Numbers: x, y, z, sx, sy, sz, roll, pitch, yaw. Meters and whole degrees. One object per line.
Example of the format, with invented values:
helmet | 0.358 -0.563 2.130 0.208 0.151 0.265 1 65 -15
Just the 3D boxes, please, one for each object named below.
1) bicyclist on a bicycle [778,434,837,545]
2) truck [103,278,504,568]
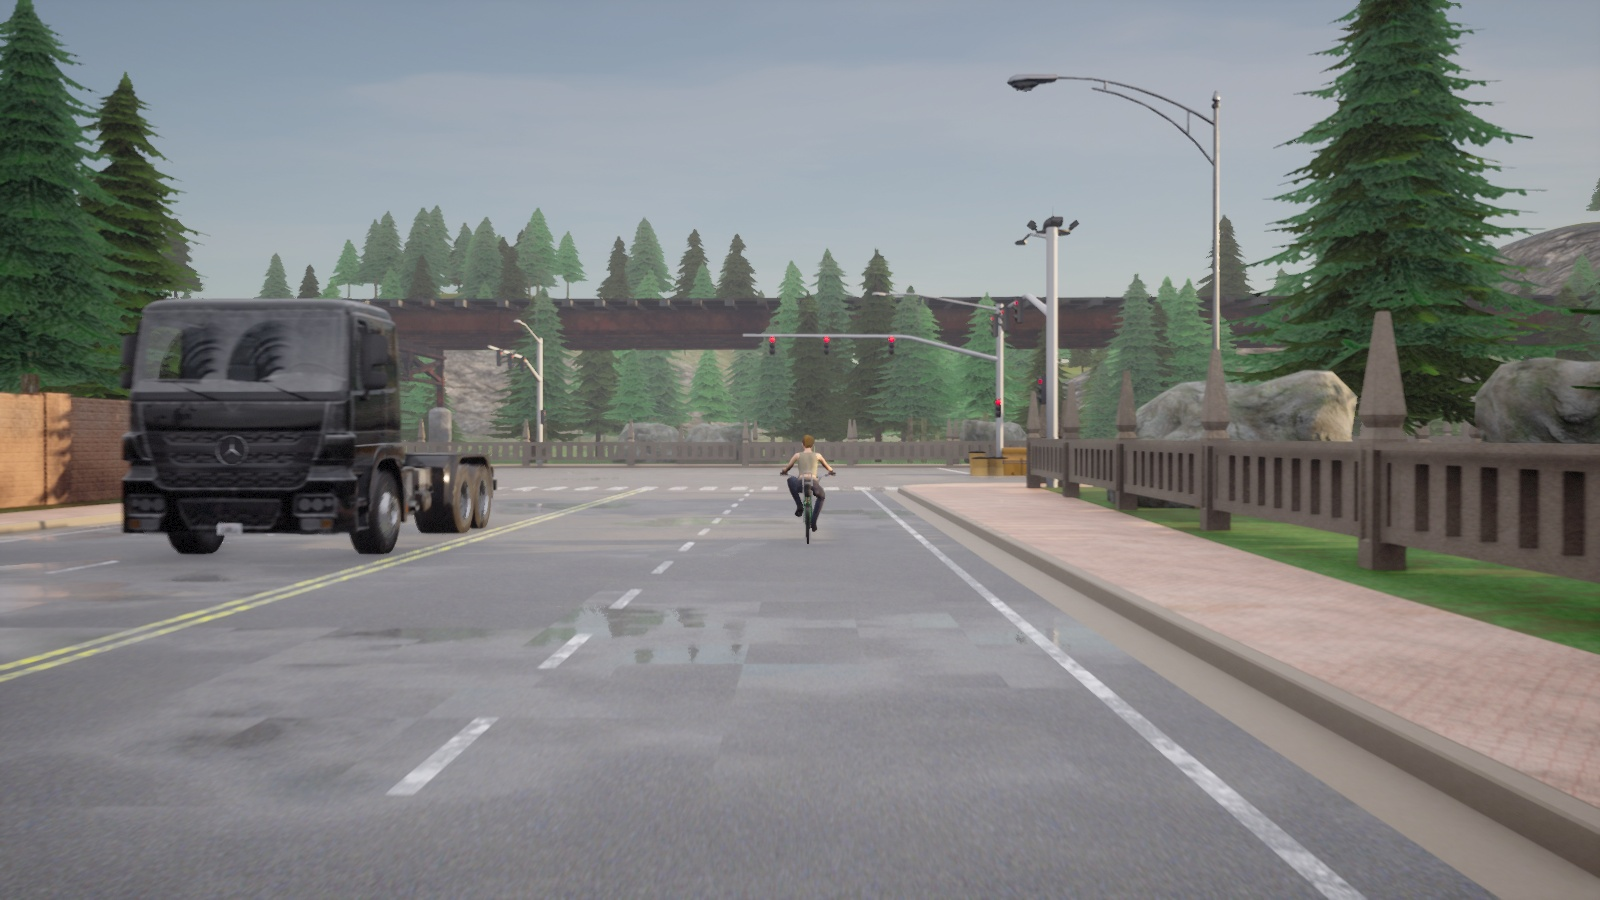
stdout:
bicyclist on a bicycle | 0.118 0.576 19.038 0.866 1.612 1.509 0 0 1
truck | -6.876 -0.348 18.992 2.891 3.462 7.936 0 0 0
